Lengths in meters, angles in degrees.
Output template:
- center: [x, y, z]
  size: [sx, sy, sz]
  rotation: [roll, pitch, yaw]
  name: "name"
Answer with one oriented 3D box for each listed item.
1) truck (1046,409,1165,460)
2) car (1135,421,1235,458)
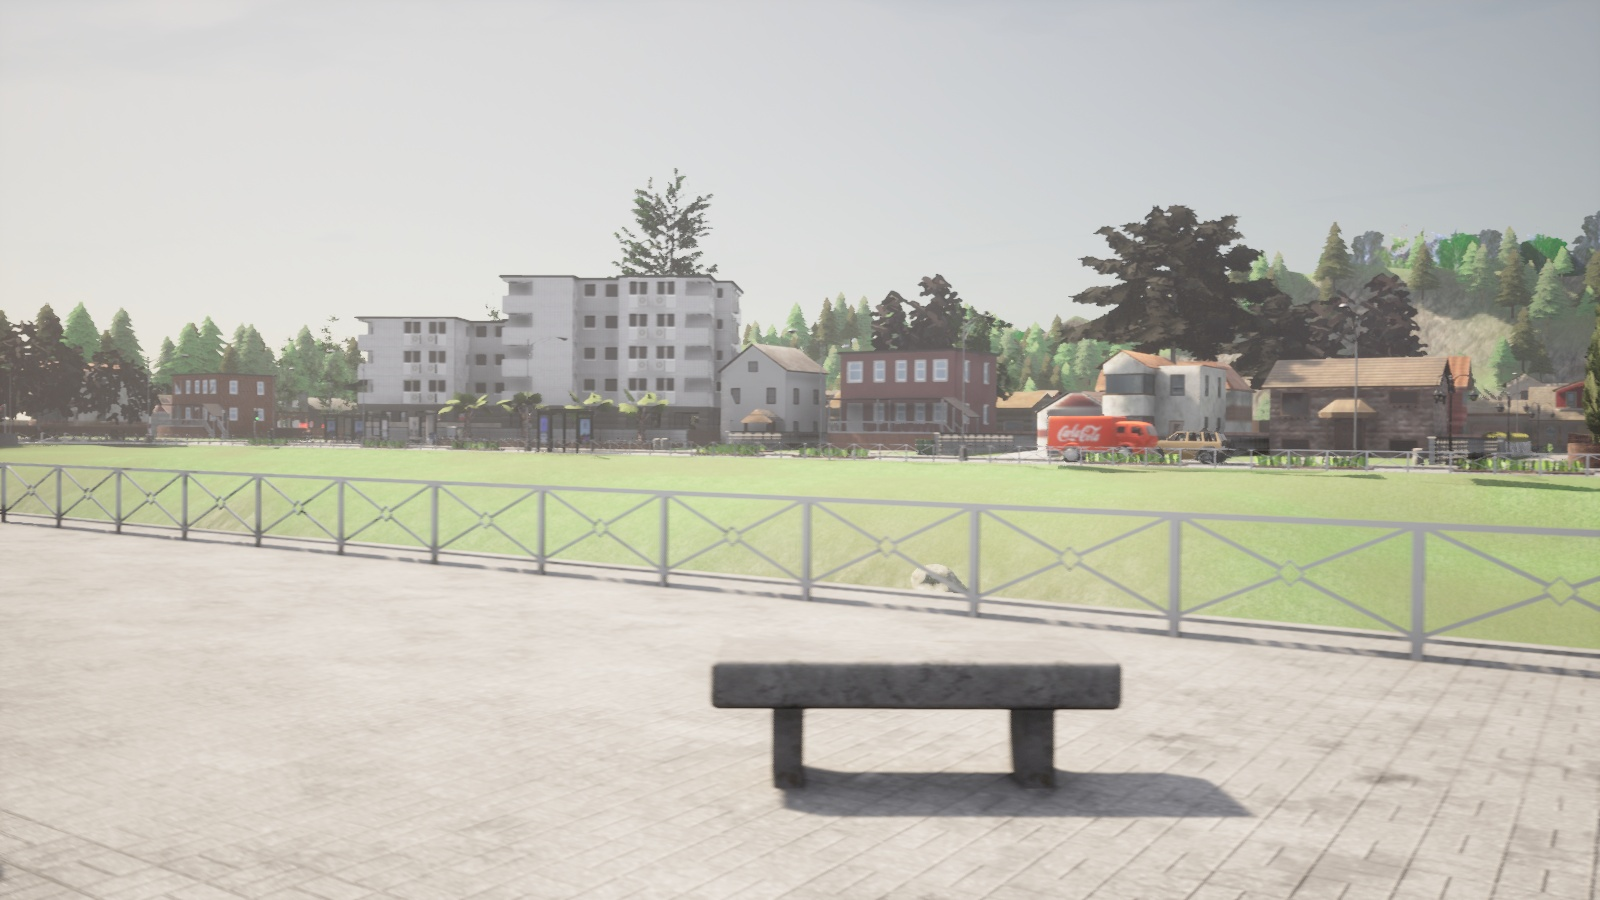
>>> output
- center: [15.383, -0.758, 63.249]
  size: [5.204, 2.467, 2.627]
  rotation: [0, 1, 34]
  name: "truck"
- center: [19.926, -0.520, 65.038]
  size: [4.605, 1.855, 1.932]
  rotation: [0, 1, 34]
  name: "car"
